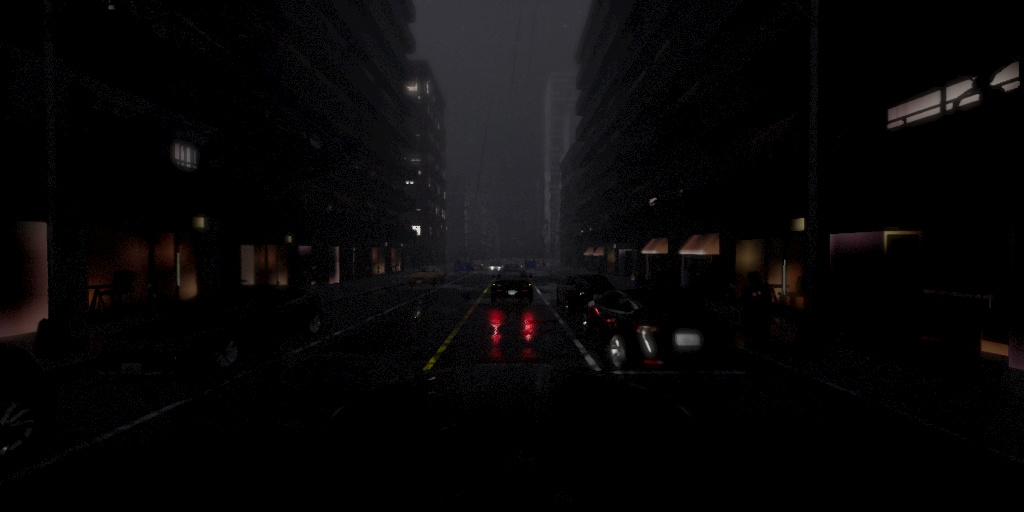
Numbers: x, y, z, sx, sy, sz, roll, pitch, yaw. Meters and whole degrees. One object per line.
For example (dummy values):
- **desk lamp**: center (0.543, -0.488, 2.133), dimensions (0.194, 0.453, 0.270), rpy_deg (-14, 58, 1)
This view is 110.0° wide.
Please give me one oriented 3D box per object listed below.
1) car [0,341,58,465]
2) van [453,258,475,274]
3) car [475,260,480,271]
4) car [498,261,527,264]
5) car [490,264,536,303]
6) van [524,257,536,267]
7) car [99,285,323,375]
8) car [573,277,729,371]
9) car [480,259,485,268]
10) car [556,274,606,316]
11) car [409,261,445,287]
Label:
- **car**: center (-5.692, 1.186, 1.886), dimensions (1.967, 1.591, 4.097), rpy_deg (0, 0, 0)
- **van**: center (-5.692, 1.083, 41.533), dimensions (1.690, 1.789, 3.998), rpy_deg (0, 0, 0)
- **car**: center (-5.692, 1.293, 47.196), dimensions (2.007, 1.370, 4.403), rpy_deg (0, 0, 0)
- **car**: center (0.000, 1.316, 31.504), dimensions (1.994, 1.385, 4.181), rpy_deg (0, 0, 0)
- **car**: center (0.000, 1.278, 16.502), dimensions (1.812, 1.442, 4.674), rpy_deg (0, 0, 0)
- **van**: center (2.689, 1.084, 52.825), dimensions (1.690, 1.789, 3.998), rpy_deg (0, 0, 0)
- **car**: center (-5.692, 1.311, 7.549), dimensions (1.948, 1.339, 4.313), rpy_deg (0, 0, 0)
- **car**: center (2.689, 1.311, 7.516), dimensions (1.948, 1.339, 4.313), rpy_deg (0, 0, 0)
- **car**: center (-5.691, 1.270, 58.354), dimensions (1.751, 1.417, 4.829), rpy_deg (0, 0, 0)
- **car**: center (2.689, 1.310, 13.180), dimensions (1.948, 1.339, 4.313), rpy_deg (0, 0, 0)
- **car**: center (-5.691, 1.268, 24.371), dimensions (1.751, 1.417, 4.829), rpy_deg (0, 0, 0)
